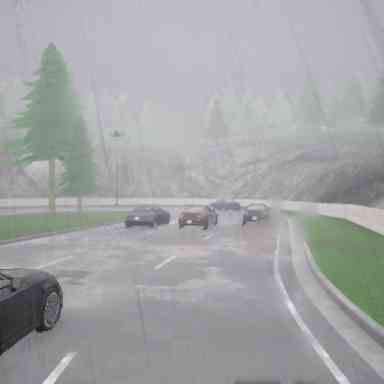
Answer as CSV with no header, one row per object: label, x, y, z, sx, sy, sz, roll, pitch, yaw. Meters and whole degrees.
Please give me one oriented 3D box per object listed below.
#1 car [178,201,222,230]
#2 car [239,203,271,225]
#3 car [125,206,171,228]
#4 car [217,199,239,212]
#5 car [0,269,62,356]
car,0.461,1.581,21.734,1.812,1.442,4.674,0,0,15
car,4.815,1.588,24.468,1.812,1.442,4.674,0,0,15
car,-2.899,1.621,22.598,1.994,1.385,4.181,0,0,15
car,3.770,1.579,39.802,1.882,1.535,5.008,0,-1,-27
car,-3.238,1.535,3.920,1.812,1.442,4.674,0,0,2
